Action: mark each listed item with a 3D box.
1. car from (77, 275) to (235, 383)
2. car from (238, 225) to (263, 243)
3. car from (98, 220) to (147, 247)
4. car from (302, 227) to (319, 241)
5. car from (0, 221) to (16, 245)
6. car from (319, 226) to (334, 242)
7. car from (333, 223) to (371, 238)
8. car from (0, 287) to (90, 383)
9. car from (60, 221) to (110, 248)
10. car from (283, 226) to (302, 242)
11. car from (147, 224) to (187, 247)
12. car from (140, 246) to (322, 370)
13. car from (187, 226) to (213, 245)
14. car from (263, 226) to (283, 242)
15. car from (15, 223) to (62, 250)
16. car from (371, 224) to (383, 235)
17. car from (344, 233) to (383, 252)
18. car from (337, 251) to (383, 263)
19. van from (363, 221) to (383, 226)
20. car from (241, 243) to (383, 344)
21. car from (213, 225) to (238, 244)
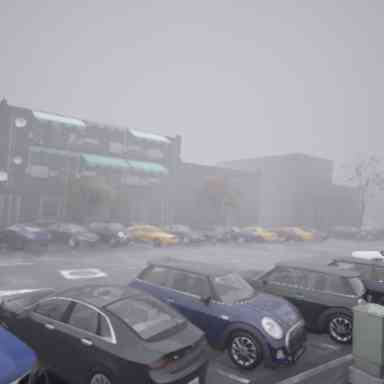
[{"bbox_3d":[-1.950,2.580,6.473,4.892,1.521,2.231,3,-2,34],"label":"car"},{"bbox_3d":[3.628,3.903,31.376,5.008,1.535,2.097,1,-4,34],"label":"car"},{"bbox_3d":[-5.968,2.957,24.511,4.553,1.767,2.185,1,-4,34],"label":"car"},{"bbox_3d":[10.662,4.514,36.653,5.366,1.575,1.946,1,-3,34],"label":"car"},{"bbox_3d":[-13.151,2.215,19.333,5.566,2.045,2.435,1,-3,34],"label":"car"},{"bbox_3d":[13.240,4.755,38.270,4.792,1.488,2.163,1,-4,34],"label":"car"},{"bbox_3d":[20.382,5.215,43.480,4.553,1.767,2.185,1,-4,34],"label":"car"},{"bbox_3d":[-4.357,2.120,4.717,5.566,2.045,2.435,3,-2,34],"label":"car"},{"bbox_3d":[-8.349,2.878,22.764,4.892,1.521,2.231,1,-4,34],"label":"car"},{"bbox_3d":[8.427,4.314,34.834,5.008,1.535,2.097,1,-3,34],"label":"car"},{"bbox_3d":[-3.398,3.287,26.112,5.366,1.575,1.946,1,-4,34],"label":"car"},{"bbox_3d":[0.477,2.662,8.263,4.553,1.767,2.185,3,-2,34],"label":"car"},{"bbox_3d":[-1.164,3.494,27.932,4.892,1.521,2.231,1,-4,34],"label":"car"},{"bbox_3d":[5.871,4.104,33.204,5.366,1.575,1.946,1,-3,34],"label":"car"},{"bbox_3d":[-10.742,2.712,21.034,4.674,1.452,2.002,1,-3,34],"label":"car"},{"bbox_3d":[22.802,5.548,45.184,4.892,1.521,2.231,1,-3,34],"label":"car"},{"bbox_3d":[10.270,3.375,15.308,5.566,2.045,2.435,3,-2,34],"label":"car"},{"bbox_3d":[5.419,3.084,11.754,4.553,1.767,2.185,3,-2,34],"label":"car"},{"bbox_3d":[27.499,5.729,48.704,4.442,1.987,1.878,1,-3,34],"label":"van"},{"bbox_3d":[2.972,2.874,9.985,4.553,1.767,2.185,3,-2,34],"label":"car"},{"bbox_3d":[1.209,3.727,29.668,4.792,1.488,2.163,1,-3,34],"label":"car"}]
